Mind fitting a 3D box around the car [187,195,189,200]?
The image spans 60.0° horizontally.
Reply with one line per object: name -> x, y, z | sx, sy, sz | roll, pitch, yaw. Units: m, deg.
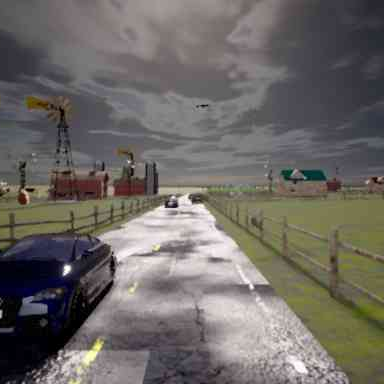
car -> -0.008, 1.211, 80.920 | 1.812, 1.442, 4.674 | 0, 0, 0

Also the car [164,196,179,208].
car -> -2.835, 1.378, 46.386 | 2.128, 1.511, 4.902 | 0, 0, 0

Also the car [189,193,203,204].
car -> 0.956, 1.212, 62.091 | 2.097, 1.767, 4.553 | 0, 0, 0

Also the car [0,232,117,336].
car -> -2.845, 1.543, 6.717 | 1.994, 1.385, 4.181 | 0, 0, 0
